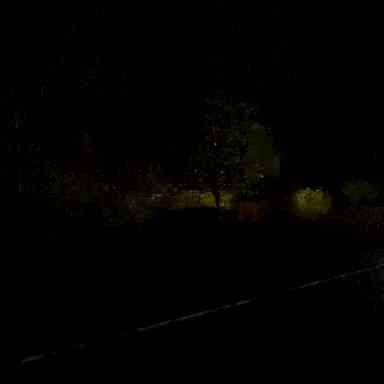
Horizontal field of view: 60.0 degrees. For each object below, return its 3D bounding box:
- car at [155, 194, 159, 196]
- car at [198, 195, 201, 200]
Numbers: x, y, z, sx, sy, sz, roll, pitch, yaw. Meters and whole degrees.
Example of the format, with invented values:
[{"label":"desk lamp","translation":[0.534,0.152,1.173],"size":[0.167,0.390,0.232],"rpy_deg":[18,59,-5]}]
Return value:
[{"label":"car","translation":[-9.430,1.153,91.237],"size":[1.895,1.301,4.718],"rpy_deg":[0,0,-37]},{"label":"car","translation":[2.684,1.183,75.285],"size":[1.837,1.490,4.892],"rpy_deg":[0,0,-37]}]
